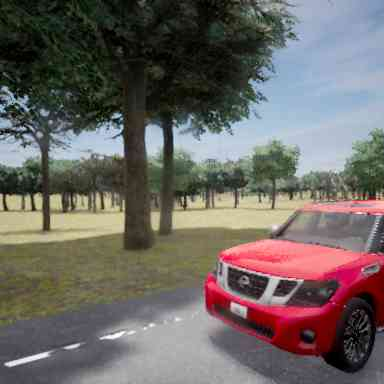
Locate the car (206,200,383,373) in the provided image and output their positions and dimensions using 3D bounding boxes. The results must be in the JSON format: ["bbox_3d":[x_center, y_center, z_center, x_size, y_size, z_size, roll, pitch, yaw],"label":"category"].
[{"bbox_3d":[2.879,1.188,5.949,5.566,2.045,2.150,0,0,-35],"label":"car"}]
